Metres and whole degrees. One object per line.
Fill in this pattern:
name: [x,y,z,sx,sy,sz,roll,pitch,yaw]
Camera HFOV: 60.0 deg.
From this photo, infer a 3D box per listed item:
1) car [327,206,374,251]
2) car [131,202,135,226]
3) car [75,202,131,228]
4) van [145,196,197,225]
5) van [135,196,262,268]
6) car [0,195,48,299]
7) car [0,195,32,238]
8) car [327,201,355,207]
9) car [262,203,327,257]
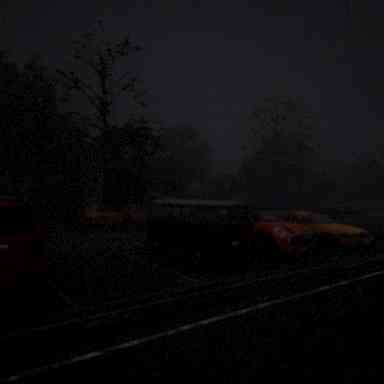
car: [5.000,1.507,14.640,1.946,1.575,5.366,1,0,-36]
car: [-4.125,1.488,23.644,1.946,1.575,5.366,1,0,-36]
car: [-6.285,1.468,22.089,1.946,1.575,5.366,0,0,-36]
van: [-1.679,1.292,25.032,1.878,1.987,4.442,1,0,-36]
van: [-0.008,1.239,11.406,1.878,1.987,4.442,0,0,-36]
car: [-4.978,1.198,7.712,2.435,2.045,5.566,0,0,-36]
car: [-10.800,1.199,18.576,2.435,2.045,5.566,0,0,-36]
car: [15.141,1.975,37.246,2.002,1.452,4.674,2,-1,-36]
car: [2.506,1.356,13.111,2.185,1.767,4.553,1,0,-36]
